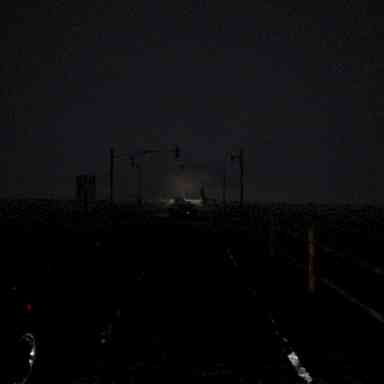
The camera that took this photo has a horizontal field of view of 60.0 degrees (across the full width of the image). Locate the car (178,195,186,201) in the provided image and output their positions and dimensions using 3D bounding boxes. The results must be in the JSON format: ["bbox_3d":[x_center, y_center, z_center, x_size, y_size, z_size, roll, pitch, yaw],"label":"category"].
[{"bbox_3d":[-2.632,1.538,89.318,1.837,1.490,4.892,0,0,0],"label":"car"}]

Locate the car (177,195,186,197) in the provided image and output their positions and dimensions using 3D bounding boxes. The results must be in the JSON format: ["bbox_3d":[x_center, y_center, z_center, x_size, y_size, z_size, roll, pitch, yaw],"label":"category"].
[{"bbox_3d":[-2.691,1.571,73.738,2.033,1.411,5.357,0,0,0],"label":"car"}]

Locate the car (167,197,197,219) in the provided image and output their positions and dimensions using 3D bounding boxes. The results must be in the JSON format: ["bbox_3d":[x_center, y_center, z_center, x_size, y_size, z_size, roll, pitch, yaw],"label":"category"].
[{"bbox_3d":[-0.927,1.486,28.933,1.882,1.535,5.008,1,0,-13],"label":"car"}]

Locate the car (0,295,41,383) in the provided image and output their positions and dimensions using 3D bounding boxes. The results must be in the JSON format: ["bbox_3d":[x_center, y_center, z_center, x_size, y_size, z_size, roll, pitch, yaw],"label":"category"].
[{"bbox_3d":[-2.846,1.565,2.404,1.994,1.385,4.181,0,0,0],"label":"car"}]
